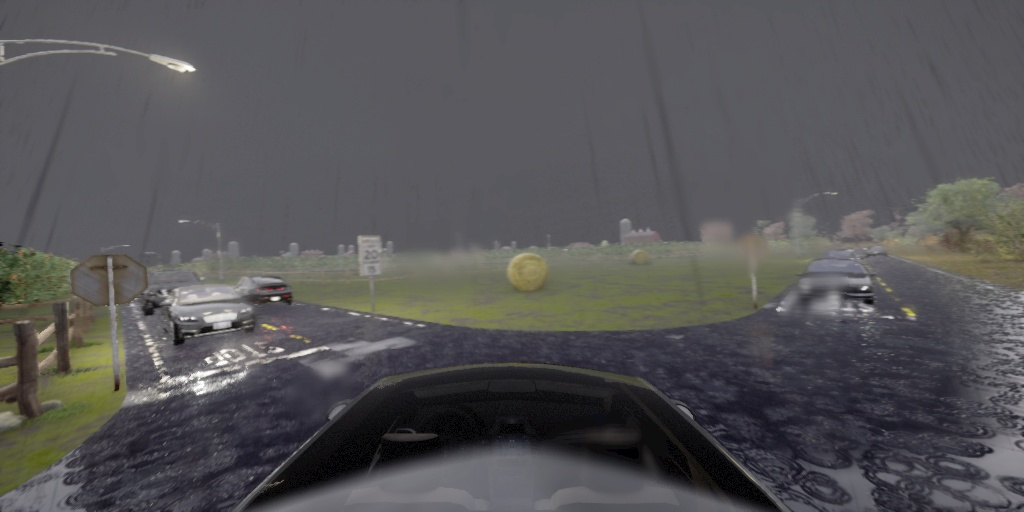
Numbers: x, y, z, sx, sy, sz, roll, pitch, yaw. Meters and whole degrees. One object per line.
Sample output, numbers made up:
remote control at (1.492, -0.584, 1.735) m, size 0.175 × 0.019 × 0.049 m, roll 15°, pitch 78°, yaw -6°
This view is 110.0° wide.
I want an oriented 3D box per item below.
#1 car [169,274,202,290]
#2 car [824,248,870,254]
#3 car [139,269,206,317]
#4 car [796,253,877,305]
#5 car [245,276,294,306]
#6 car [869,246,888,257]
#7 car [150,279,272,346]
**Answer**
car at (-34.712, 2.749, 38.094) m, size 5.357 × 1.411 × 2.033 m, roll -2°, pitch 1°, yaw 42°
car at (19.315, 0.433, 21.129) m, size 2.128 × 1.511 × 4.902 m, roll -3°, pitch -1°, yaw 43°
car at (-17.018, 1.706, 17.978) m, size 5.566 × 2.045 × 2.150 m, roll -2°, pitch 1°, yaw 43°
car at (11.666, 0.806, 12.923) m, size 2.033 × 1.411 × 5.357 m, roll -3°, pitch 0°, yaw 43°
car at (-12.572, 1.767, 17.945) m, size 4.892 × 1.490 × 1.837 m, roll -2°, pitch 1°, yaw 42°
car at (43.878, -0.514, 43.270) m, size 1.994 × 1.385 × 4.181 m, roll -3°, pitch 0°, yaw 43°
car at (-9.535, 1.655, 11.191) m, size 4.902 × 1.511 × 2.128 m, roll -2°, pitch 1°, yaw 42°
